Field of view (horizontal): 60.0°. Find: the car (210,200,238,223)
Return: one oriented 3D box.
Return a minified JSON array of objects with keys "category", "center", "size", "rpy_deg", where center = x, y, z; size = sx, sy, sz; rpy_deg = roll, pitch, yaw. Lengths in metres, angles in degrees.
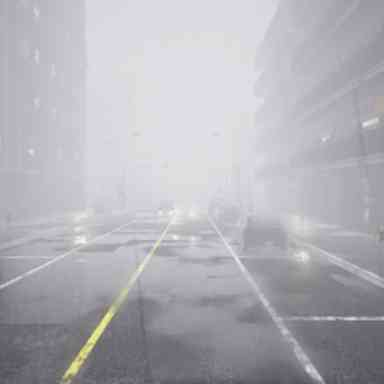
[{"category":"car","center":[2.675,1.533,25.107],"size":[1.887,1.381,4.507],"rpy_deg":[-1,0,0]}]

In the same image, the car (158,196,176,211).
[{"category":"car","center":[-3.016,1.532,40.637],"size":[2.033,1.411,5.357],"rpy_deg":[0,0,0]}]

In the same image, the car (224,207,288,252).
[{"category":"car","center":[2.677,1.543,13.736],"size":[2.008,1.369,4.403],"rpy_deg":[-1,0,0]}]

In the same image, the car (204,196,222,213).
[{"category":"car","center":[2.672,1.426,36.476],"size":[1.967,1.590,4.097],"rpy_deg":[-1,0,0]}]

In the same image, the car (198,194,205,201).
[{"category":"car","center":[2.665,1.425,85.762],"size":[1.967,1.590,4.097],"rpy_deg":[-1,0,0]}]

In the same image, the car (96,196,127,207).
[{"category":"car","center":[-12.623,1.428,52.160],"size":[4.553,1.767,2.097],"rpy_deg":[-1,1,0]}]
